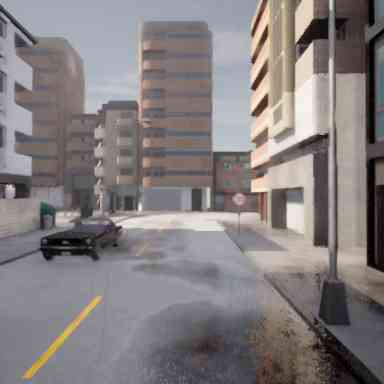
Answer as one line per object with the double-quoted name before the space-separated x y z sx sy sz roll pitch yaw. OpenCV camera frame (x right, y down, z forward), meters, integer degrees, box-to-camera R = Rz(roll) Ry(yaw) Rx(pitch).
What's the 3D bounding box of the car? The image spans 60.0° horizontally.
"car" -4.074 1.713 12.977 1.895 1.301 4.718 0 0 0
